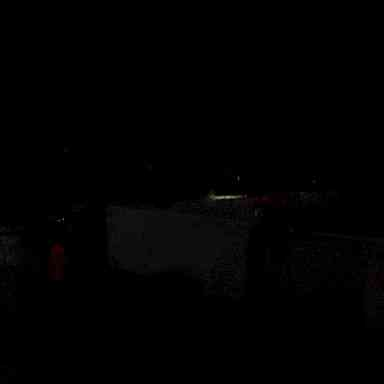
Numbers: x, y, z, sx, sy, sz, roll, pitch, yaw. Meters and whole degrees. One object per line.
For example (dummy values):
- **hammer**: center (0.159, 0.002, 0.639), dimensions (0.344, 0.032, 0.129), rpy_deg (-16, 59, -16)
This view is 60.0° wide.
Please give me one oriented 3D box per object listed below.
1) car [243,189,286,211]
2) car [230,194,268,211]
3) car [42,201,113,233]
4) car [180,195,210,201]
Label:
- **car**: center (7.313, 0.751, 31.967), dimensions (2.150, 2.045, 5.566), rpy_deg (-2, -1, 36)
- **car**: center (6.162, 1.074, 35.350), dimensions (1.882, 1.535, 5.008), rpy_deg (-2, -1, 37)
- **car**: center (-5.939, 1.322, 18.861), dimensions (1.882, 1.535, 5.008), rpy_deg (-2, -1, 36)
- **car**: center (-0.020, 1.073, 26.942), dimensions (2.097, 1.767, 4.553), rpy_deg (-2, -1, 34)
